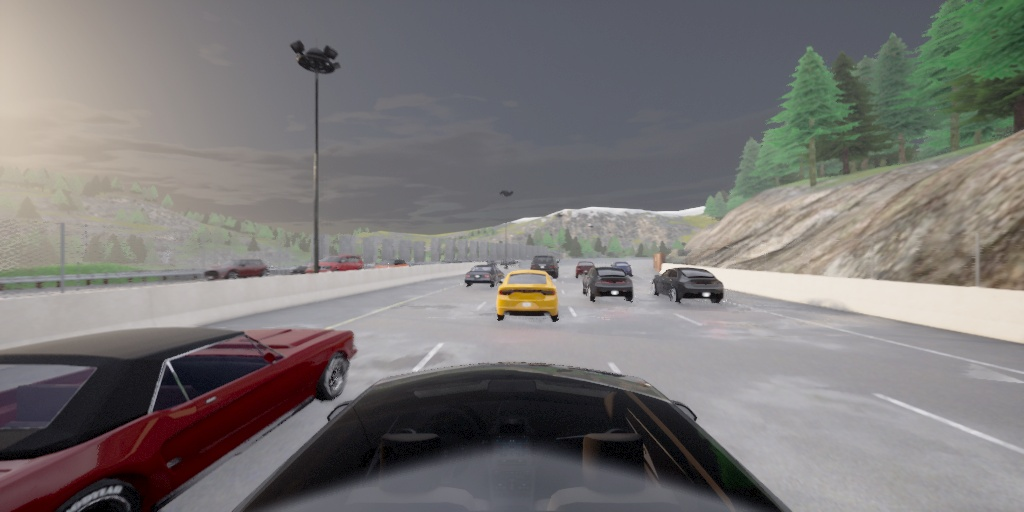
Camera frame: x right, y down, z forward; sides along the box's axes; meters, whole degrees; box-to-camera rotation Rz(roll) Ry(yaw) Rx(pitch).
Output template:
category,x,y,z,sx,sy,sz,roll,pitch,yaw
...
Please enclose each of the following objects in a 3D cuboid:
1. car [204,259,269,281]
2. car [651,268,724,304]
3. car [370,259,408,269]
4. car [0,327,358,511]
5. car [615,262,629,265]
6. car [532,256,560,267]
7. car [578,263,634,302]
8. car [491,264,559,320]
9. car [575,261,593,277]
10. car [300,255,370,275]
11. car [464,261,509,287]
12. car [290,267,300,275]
category,x,y,z,sx,sy,sz,roll,pitch,yaw
car,-22.402,1.047,29.327,2.097,1.767,4.553,0,0,9
car,7.935,1.274,16.626,1.837,1.490,4.892,0,0,5
car,-11.221,1.074,32.740,2.097,1.767,4.553,0,0,10
car,-3.338,1.343,3.440,1.895,1.301,4.718,0,0,1
car,11.142,1.303,36.606,1.812,1.442,4.674,0,0,13
car,2.911,0.978,31.366,2.150,2.045,5.566,0,0,10
car,4.478,1.266,17.250,1.837,1.490,4.892,0,0,5
car,0.583,1.229,12.667,1.882,1.535,5.008,0,0,4
car,7.247,1.245,35.188,1.882,1.535,5.008,0,0,12
car,-15.085,0.935,31.003,2.150,2.045,5.566,0,0,9
car,-1.769,1.293,24.297,2.033,1.411,5.357,0,0,8
car,-18.177,1.253,33.790,2.033,1.411,5.357,0,0,10
